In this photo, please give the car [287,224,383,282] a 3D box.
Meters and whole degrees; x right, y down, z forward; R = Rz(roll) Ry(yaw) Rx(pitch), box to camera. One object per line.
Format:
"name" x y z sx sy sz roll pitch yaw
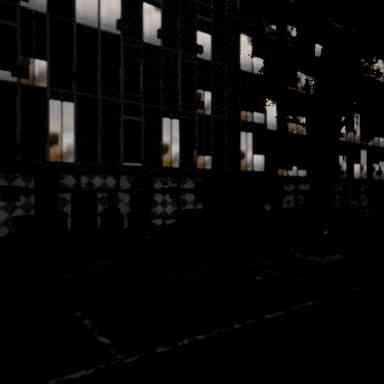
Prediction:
"car" 4.626 1.637 9.859 4.206 1.307 1.802 0 -1 -35
